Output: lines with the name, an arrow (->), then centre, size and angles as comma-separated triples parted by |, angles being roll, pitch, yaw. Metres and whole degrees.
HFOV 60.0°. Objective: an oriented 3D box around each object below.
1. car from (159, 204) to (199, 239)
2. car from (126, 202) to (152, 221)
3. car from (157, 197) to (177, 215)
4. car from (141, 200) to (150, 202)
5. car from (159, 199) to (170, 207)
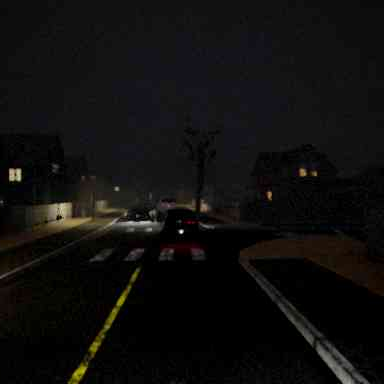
car -> -0.702, 1.656, 18.365 | 1.837, 1.490, 4.892 | 0, 0, -4
car -> -4.765, 1.828, 29.734 | 1.994, 1.385, 4.181 | 0, -1, -7
car -> -2.863, 1.575, 38.726 | 2.150, 2.045, 5.566 | 0, -1, -7
car -> -7.139, 2.001, 50.925 | 2.128, 1.511, 4.902 | 0, -1, -5
car -> -5.681, 2.287, 69.414 | 2.033, 1.411, 5.357 | 0, -1, -2
